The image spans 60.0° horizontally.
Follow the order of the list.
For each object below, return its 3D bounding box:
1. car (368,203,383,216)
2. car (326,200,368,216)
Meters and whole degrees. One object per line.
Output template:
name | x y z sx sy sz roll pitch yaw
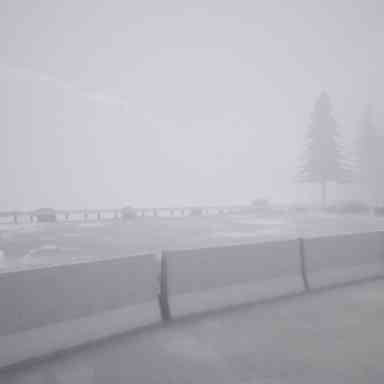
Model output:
car | 18.861 1.449 30.373 5.008 1.535 1.882 0 0 -24
car | 15.311 1.488 32.590 4.674 1.442 1.812 0 0 -25
